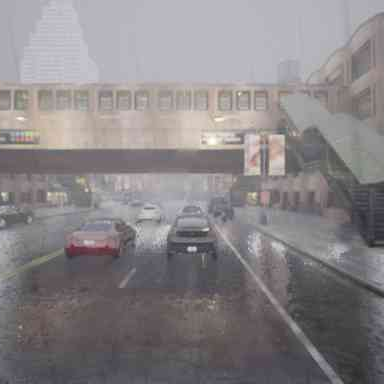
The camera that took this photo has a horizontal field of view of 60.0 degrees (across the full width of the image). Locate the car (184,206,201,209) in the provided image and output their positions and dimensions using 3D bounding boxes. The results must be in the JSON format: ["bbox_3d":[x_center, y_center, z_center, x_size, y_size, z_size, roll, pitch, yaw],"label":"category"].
[{"bbox_3d":[0.021,1.851,27.512,2.033,1.411,5.357,0,-1,1],"label":"car"}]

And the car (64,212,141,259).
[{"bbox_3d":[-3.478,1.713,13.345,1.994,1.385,4.181,0,-1,0],"label":"car"}]

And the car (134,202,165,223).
[{"bbox_3d":[-3.452,1.844,28.866,1.812,1.442,4.674,0,0,1],"label":"car"}]

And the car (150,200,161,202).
[{"bbox_3d":[-6.893,2.172,63.088,1.882,1.535,5.008,0,-1,1],"label":"car"}]

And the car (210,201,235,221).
[{"bbox_3d":[3.235,1.986,35.438,1.895,1.301,4.718,0,-1,0],"label":"car"}]

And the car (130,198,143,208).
[{"bbox_3d":[-10.393,2.172,63.087,1.882,1.535,5.008,0,-1,1],"label":"car"}]

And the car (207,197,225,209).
[{"bbox_3d":[3.191,1.701,42.837,2.435,2.045,5.566,0,-1,0],"label":"car"}]

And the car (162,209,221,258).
[{"bbox_3d":[0.023,1.657,13.487,1.837,1.490,4.892,0,0,0],"label":"car"}]

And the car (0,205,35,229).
[{"bbox_3d":[-13.498,1.749,24.215,2.231,1.521,4.892,0,-1,10],"label":"car"}]
